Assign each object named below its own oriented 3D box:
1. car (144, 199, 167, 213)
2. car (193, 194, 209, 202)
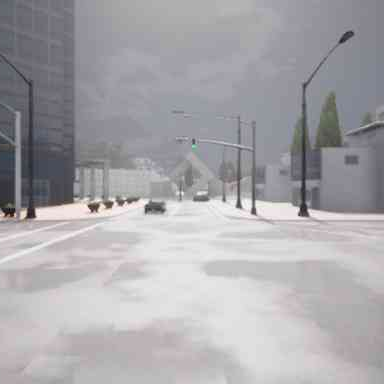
[{"bbox_3d":[-3.594,1.346,33.219,1.895,1.301,4.718,0,0,0],"label":"car"},{"bbox_3d":[1.758,1.113,61.552,1.994,1.385,4.181,0,0,22],"label":"car"}]
